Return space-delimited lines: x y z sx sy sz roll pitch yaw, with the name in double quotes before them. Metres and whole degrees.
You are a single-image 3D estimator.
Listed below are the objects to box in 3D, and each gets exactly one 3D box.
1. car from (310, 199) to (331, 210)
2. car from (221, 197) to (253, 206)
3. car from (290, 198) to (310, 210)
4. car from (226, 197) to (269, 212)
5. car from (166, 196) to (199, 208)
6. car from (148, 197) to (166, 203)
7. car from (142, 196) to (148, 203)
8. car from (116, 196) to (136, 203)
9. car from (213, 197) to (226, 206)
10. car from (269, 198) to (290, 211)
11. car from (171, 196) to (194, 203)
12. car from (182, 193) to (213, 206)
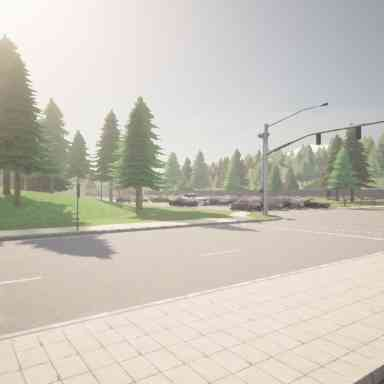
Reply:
"car" 15.518 1.601 43.314 1.895 1.301 4.718 0 0 -35
"car" 7.360 1.547 54.917 2.033 1.411 5.357 0 0 -35
"car" 11.971 1.491 42.273 2.128 1.511 4.902 0 0 -35
"car" 6.299 1.564 38.156 1.994 1.385 4.181 0 0 -35
"car" -1.470 1.601 49.214 1.895 1.301 4.718 0 0 -35
"car" -6.750 1.601 69.054 1.895 1.301 4.718 0 0 -35
"car" -10.721 1.477 68.613 1.882 1.535 5.008 0 0 -35
"car" -13.686 1.507 66.724 1.837 1.490 4.892 0 -1 -35
"car" 3.905 1.547 53.756 2.033 1.411 5.357 0 0 -35
"car" 8.909 1.491 40.543 2.128 1.511 4.902 0 0 -35
"car" -1.987 1.546 68.356 2.033 1.411 5.357 0 0 -35
"car" 0.395 1.223 52.650 2.150 2.045 5.566 0 0 -35
